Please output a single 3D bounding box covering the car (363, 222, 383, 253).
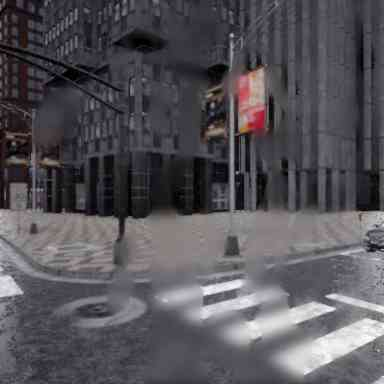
[{"bbox_3d":[8.124,1.545,12.478,4.403,1.369,2.008,0,0,-36],"label":"car"}]
